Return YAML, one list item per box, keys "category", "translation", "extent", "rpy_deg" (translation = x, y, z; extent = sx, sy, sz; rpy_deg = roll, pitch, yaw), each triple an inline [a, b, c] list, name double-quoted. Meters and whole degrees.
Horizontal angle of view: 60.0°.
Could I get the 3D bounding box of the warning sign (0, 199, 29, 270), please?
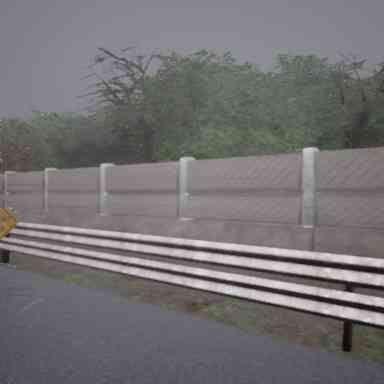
- category: "warning sign"
  translation: [-5.453, 1.131, 9.158]
  extent: [1.060, 1.860, 1.300]
  rpy_deg: [3, -1, 36]
